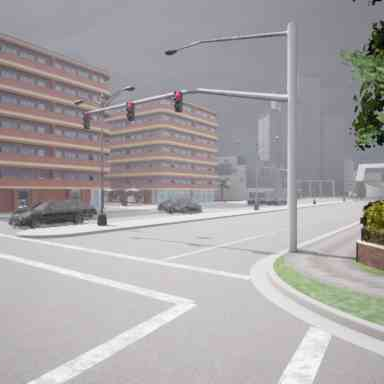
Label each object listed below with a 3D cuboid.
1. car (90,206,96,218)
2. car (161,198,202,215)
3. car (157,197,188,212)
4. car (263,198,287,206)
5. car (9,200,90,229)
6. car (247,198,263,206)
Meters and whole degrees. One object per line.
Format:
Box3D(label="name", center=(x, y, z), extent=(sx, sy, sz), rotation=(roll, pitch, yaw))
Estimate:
Box3D(label="car", center=(-10.018, 1.526, 27.102), extent=(1.812, 1.442, 4.674), rotation=(0, 0, 36))
Box3D(label="car", center=(-0.748, 1.563, 33.875), extent=(1.994, 1.385, 4.181), rotation=(0, 0, 36))
Box3D(label="car", center=(-1.902, 1.352, 38.231), extent=(2.097, 1.767, 4.553), rotation=(0, 0, 36))
Box3D(label="car", center=(13.595, 1.601, 53.418), extent=(1.895, 1.301, 4.718), rotation=(0, 0, 36))
Box3D(label="car", center=(-9.446, 1.352, 21.891), extent=(2.097, 1.767, 4.553), rotation=(0, 0, 36))
Box3D(label="car", center=(10.968, 1.601, 55.751), extent=(1.895, 1.301, 4.718), rotation=(0, 0, 36))
